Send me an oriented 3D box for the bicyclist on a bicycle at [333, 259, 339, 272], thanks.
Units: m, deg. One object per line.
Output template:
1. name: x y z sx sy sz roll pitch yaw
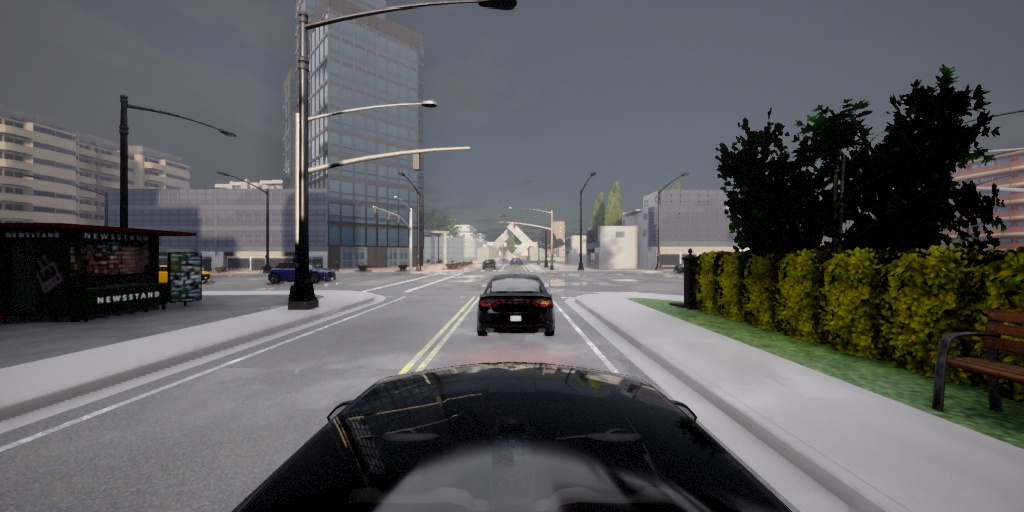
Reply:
1. bicyclist on a bicycle: -21.823 1.216 44.450 0.582 1.620 1.656 -1 0 0

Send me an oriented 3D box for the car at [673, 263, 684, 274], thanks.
1. car: 19.988 1.057 38.837 4.553 1.767 2.097 0 0 0

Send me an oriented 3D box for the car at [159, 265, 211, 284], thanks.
1. car: -26.398 1.454 27.957 5.008 1.535 1.882 -1 0 0

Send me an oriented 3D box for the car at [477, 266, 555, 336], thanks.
1. car: 0.109 1.228 10.391 1.882 1.535 5.008 0 0 1

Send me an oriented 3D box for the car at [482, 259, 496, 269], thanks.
1. car: -3.380 1.227 54.173 1.882 1.535 5.008 0 0 0

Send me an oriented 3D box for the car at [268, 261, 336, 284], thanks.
1. car: -16.287 1.210 27.994 4.553 1.767 2.097 -1 0 0
